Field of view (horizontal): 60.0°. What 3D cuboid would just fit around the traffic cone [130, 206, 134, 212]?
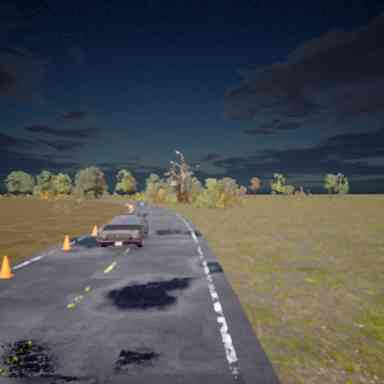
[{"bbox_3d":[-8.009,2.510,43.933,0.340,0.580,0.340,0,-1,-8],"label":"traffic cone"}]

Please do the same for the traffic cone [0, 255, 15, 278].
[{"bbox_3d":[-5.243,2.083,9.375,0.340,0.580,0.340,0,-1,-1],"label":"traffic cone"}]

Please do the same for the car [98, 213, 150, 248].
[{"bbox_3d":[-3.088,1.756,16.208,2.033,1.411,5.357,0,-1,-2],"label":"car"}]

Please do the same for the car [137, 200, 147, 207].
[{"bbox_3d":[-10.625,2.358,70.483,2.128,1.511,4.902,0,-1,-14],"label":"car"}]

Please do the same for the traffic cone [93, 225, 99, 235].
[{"bbox_3d":[-5.617,2.206,19.293,0.340,0.580,0.340,0,-1,-3],"label":"traffic cone"}]

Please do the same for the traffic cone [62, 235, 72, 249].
[{"bbox_3d":[-5.397,2.145,14.345,0.340,0.580,0.340,0,-1,-2],"label":"traffic cone"}]
